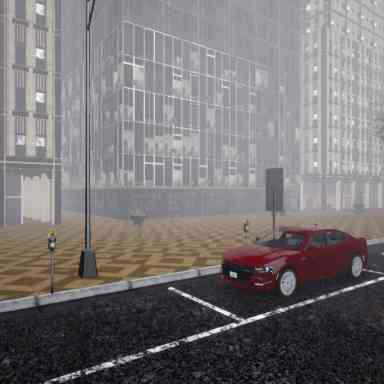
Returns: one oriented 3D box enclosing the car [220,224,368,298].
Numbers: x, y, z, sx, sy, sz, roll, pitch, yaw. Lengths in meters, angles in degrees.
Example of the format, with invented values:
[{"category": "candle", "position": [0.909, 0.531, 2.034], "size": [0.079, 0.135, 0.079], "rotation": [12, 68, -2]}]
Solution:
[{"category": "car", "position": [2.724, 1.545, 8.515], "size": [4.507, 1.381, 1.887], "rotation": [0, 0, -36]}]
